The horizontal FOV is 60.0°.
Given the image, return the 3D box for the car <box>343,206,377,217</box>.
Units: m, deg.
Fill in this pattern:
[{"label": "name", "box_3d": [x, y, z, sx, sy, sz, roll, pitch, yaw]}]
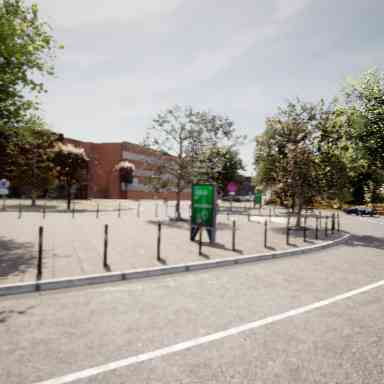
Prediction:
[{"label": "car", "box_3d": [22.291, 2.539, 44.419, 1.895, 1.301, 4.718, 2, 0, -9]}]
